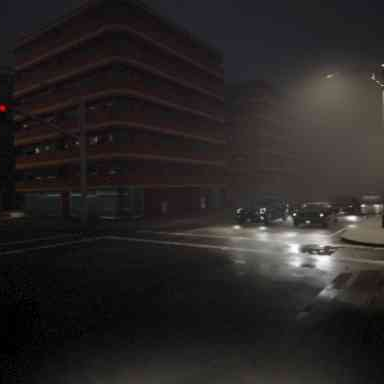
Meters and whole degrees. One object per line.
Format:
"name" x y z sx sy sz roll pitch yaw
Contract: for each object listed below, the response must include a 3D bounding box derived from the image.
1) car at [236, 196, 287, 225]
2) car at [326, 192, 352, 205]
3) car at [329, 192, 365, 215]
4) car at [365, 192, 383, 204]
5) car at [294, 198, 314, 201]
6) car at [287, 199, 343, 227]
"car" 4.737 1.122 22.233 2.097 1.767 4.553 -1 0 35
"car" 18.760 0.797 42.298 2.128 1.511 4.902 -1 0 35
"car" 12.822 1.057 27.708 1.812 1.442 4.674 -1 1 35
"car" 22.267 0.744 41.196 1.812 1.442 4.674 -1 0 35
"car" 9.954 1.198 29.701 1.895 1.301 4.718 -1 0 35
"car" 7.582 1.305 20.205 1.895 1.301 4.718 -1 0 33
